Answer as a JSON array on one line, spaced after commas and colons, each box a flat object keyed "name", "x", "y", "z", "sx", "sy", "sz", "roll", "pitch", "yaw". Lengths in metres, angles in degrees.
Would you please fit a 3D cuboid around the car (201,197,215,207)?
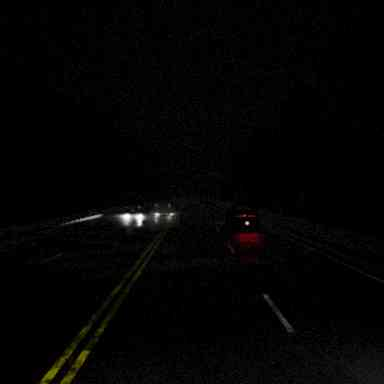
[{"name": "car", "x": 3.182, "y": 1.893, "z": 59.649, "sx": 2.033, "sy": 1.411, "sz": 5.357, "roll": 0, "pitch": 0, "yaw": 0}]

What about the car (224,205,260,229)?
[{"name": "car", "x": 3.325, "y": 1.623, "z": 22.456, "sx": 1.837, "sy": 1.490, "sz": 4.892, "roll": 0, "pitch": 0, "yaw": 0}]

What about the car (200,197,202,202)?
[{"name": "car", "x": 3.170, "y": 1.952, "z": 70.649, "sx": 1.812, "sy": 1.442, "sz": 4.674, "roll": 0, "pitch": 0, "yaw": 0}]

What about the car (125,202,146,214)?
[{"name": "car", "x": -6.639, "y": 1.819, "z": 39.551, "sx": 1.895, "sy": 1.301, "sz": 4.718, "roll": 0, "pitch": 0, "yaw": 0}]

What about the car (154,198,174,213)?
[{"name": "car", "x": -3.386, "y": 1.576, "z": 40.622, "sx": 2.097, "sy": 1.767, "sz": 4.553, "roll": 0, "pitch": 0, "yaw": 0}]

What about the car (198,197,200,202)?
[{"name": "car", "x": 3.157, "y": 2.078, "z": 81.649, "sx": 1.994, "sy": 1.385, "sz": 4.181, "roll": 0, "pitch": 0, "yaw": 0}]

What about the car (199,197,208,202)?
[{"name": "car", "x": 3.145, "y": 2.113, "z": 92.679, "sx": 2.163, "sy": 1.488, "sz": 4.792, "roll": 0, "pitch": 0, "yaw": 0}]
